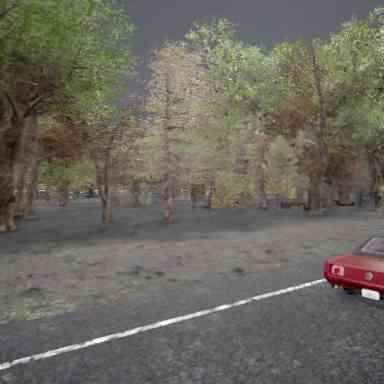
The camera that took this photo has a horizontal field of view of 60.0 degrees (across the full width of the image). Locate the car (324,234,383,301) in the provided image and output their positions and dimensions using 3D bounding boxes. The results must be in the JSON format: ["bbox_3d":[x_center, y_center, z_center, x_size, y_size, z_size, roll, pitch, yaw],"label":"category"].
[{"bbox_3d":[5.074,1.578,7.364,4.718,1.301,1.895,0,0,-35],"label":"car"}]
